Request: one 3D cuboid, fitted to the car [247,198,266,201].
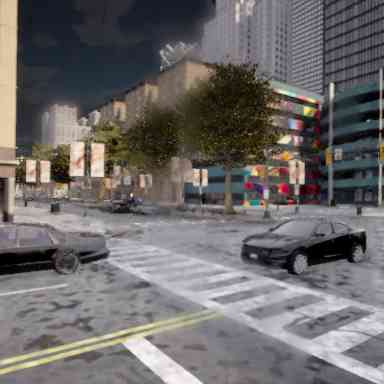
[{"bbox_3d":[14.378,2.005,70.654,2.002,1.452,4.674,1,-1,-36],"label":"car"}]

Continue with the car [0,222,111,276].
[{"bbox_3d":[-4.999,1.562,9.025,5.357,1.411,2.033,1,-1,-35],"label":"car"}]

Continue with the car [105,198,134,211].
[{"bbox_3d":[-10.007,1.794,44.546,1.994,1.385,4.181,1,-1,-37],"label":"car"}]

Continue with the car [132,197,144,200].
[{"bbox_3d":[-11.223,1.734,66.266,2.097,1.767,4.553,1,-1,-37],"label":"car"}]

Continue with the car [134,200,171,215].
[{"bbox_3d":[-4.202,1.831,36.457,1.895,1.301,4.718,1,-1,-36],"label":"car"}]

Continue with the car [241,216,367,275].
[{"bbox_3d":[3.811,1.599,11.007,5.008,1.535,1.882,1,-1,-35],"label":"car"}]

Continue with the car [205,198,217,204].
[{"bbox_3d":[3.902,2.044,78.139,2.161,1.482,4.786,1,-1,-36],"label":"car"}]
